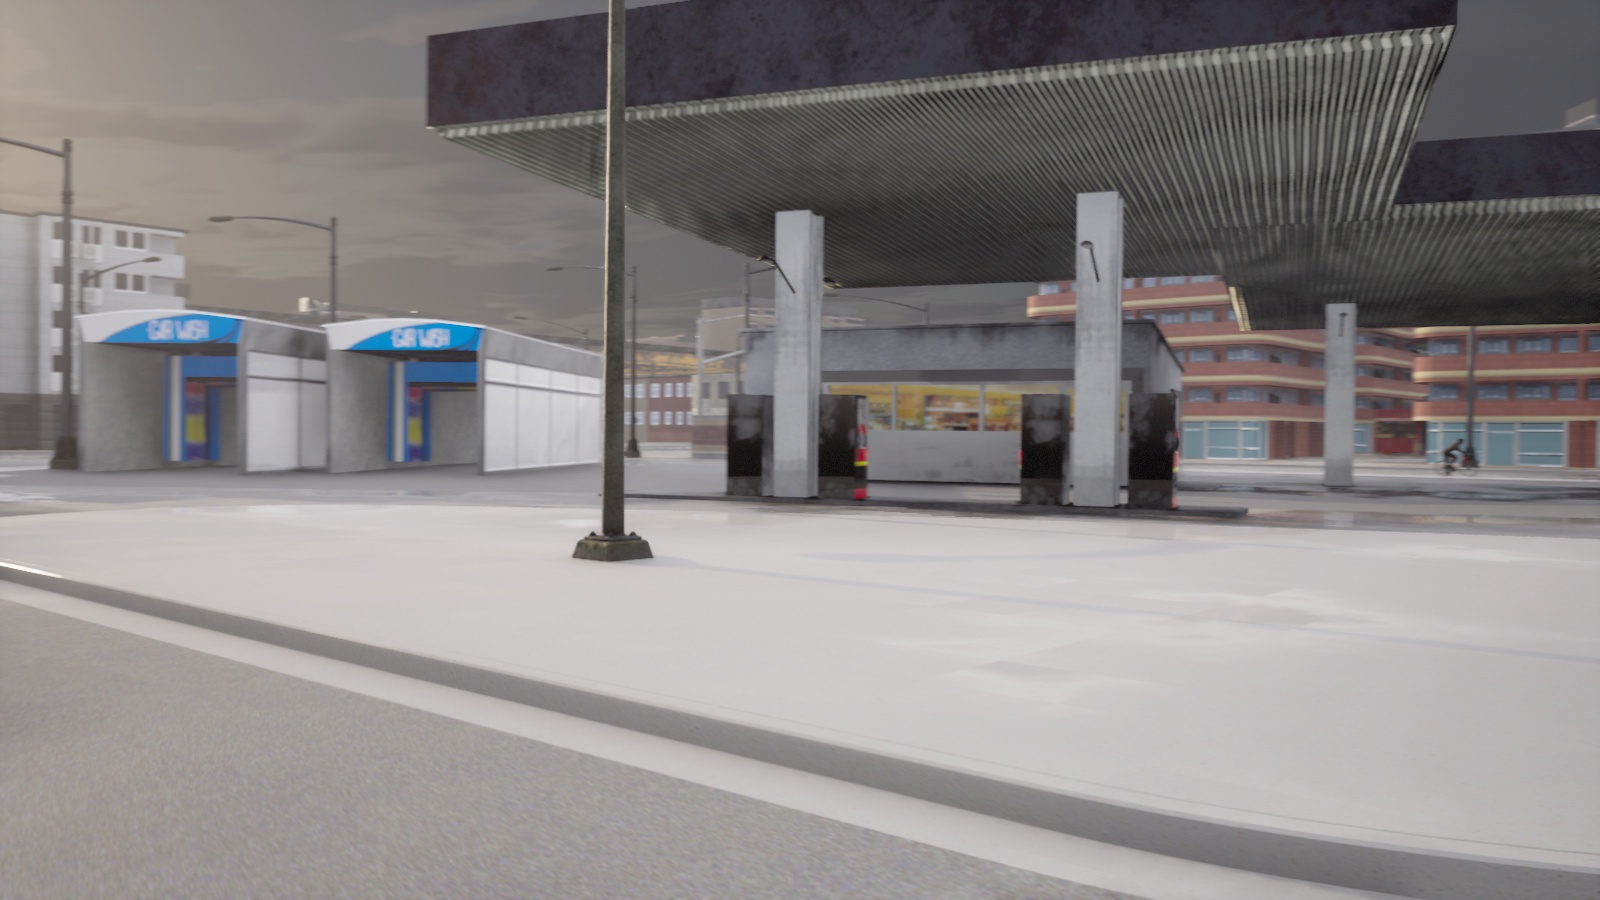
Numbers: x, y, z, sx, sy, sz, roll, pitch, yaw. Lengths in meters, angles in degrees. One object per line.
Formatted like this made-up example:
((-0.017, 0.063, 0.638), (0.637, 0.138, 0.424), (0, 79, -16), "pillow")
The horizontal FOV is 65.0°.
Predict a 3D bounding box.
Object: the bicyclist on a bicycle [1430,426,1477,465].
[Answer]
((27.680, -0.188, 53.209), (1.656, 1.620, 0.582), (0, 1, 39), "bicyclist on a bicycle")
